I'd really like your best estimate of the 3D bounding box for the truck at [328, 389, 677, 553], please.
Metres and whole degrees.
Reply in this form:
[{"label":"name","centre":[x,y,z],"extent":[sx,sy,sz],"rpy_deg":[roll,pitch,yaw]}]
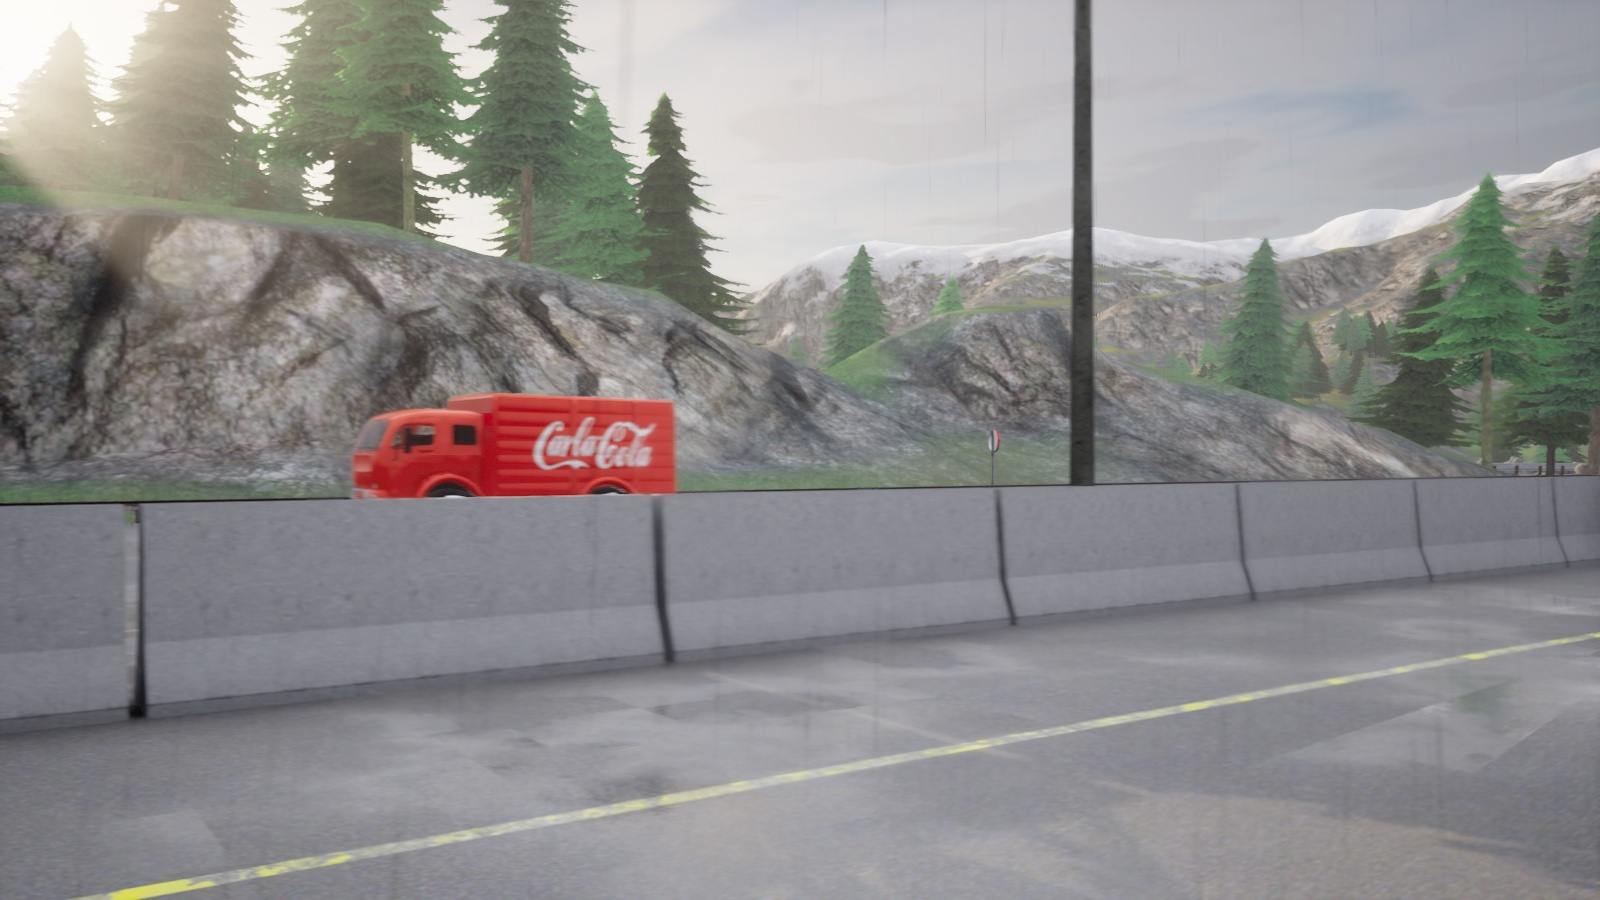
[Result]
[{"label":"truck","centre":[-5.031,0.325,21.480],"extent":[5.204,2.467,2.627],"rpy_deg":[0,0,-35]}]
